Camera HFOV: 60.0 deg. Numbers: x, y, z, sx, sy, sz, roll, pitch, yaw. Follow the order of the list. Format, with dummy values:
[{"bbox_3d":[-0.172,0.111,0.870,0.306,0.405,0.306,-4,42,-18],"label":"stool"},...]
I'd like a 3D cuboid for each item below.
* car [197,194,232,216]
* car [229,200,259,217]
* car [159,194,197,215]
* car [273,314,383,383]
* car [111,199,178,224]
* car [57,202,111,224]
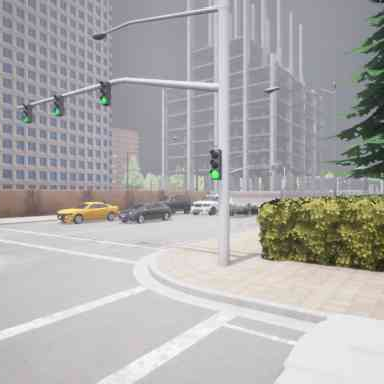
[{"bbox_3d":[2.165,1.277,33.860,2.150,2.045,5.566,0,0,36],"label":"car"},{"bbox_3d":[5.262,1.656,31.864,1.895,1.301,4.718,0,0,35],"label":"car"},{"bbox_3d":[-2.180,1.277,33.812,2.150,2.045,5.566,0,0,35],"label":"car"},{"bbox_3d":[2.861,1.601,1.926,4.718,1.301,1.895,0,0,36],"label":"car"},{"bbox_3d":[-3.561,1.560,25.850,1.837,1.490,4.892,0,0,35],"label":"car"},{"bbox_3d":[-7.950,1.533,25.723,1.882,1.535,5.008,0,0,35],"label":"car"}]
